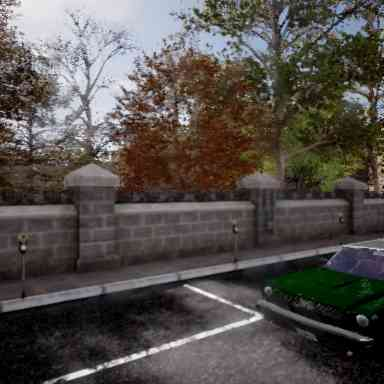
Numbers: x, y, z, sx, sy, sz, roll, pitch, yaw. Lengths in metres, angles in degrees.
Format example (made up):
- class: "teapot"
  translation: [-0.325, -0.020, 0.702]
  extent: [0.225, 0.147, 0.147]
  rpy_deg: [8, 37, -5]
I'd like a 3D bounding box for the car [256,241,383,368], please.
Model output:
- class: "car"
  translation: [3.334, 1.607, 5.761]
  extent: [4.718, 1.301, 1.895]
  rpy_deg: [0, 0, -36]
